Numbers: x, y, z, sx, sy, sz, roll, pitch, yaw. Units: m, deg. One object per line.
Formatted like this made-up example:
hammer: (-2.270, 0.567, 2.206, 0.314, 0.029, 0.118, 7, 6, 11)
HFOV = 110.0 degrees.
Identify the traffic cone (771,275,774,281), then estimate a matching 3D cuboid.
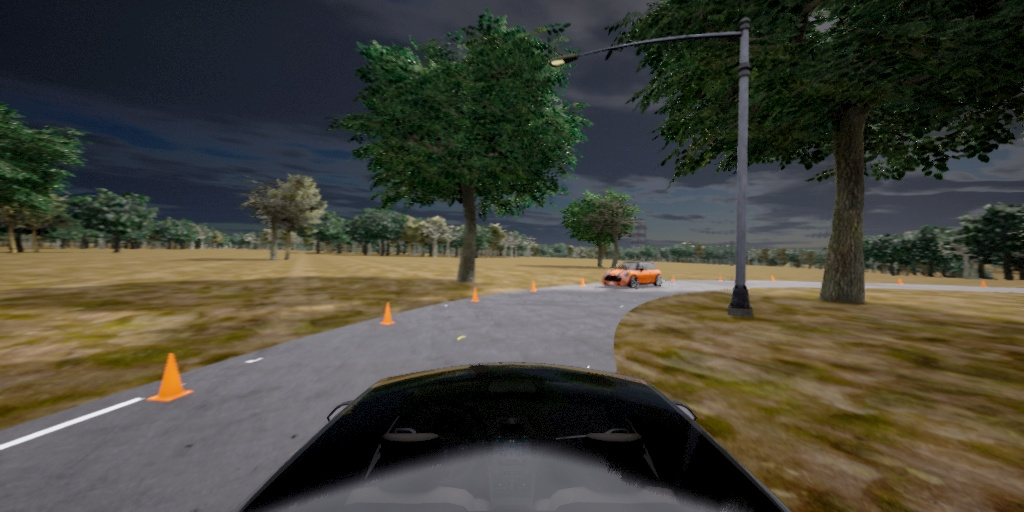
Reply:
traffic cone: (24.141, 2.027, 33.216, 0.340, 0.580, 0.340, 0, 0, -5)

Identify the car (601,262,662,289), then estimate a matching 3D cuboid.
car: (7.971, 1.158, 23.811, 4.553, 1.767, 2.097, 1, 0, -39)

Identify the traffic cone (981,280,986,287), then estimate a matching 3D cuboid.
traffic cone: (40.128, 2.355, 30.526, 0.340, 0.580, 0.340, 0, 0, 24)

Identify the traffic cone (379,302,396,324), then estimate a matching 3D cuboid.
traffic cone: (-3.553, 1.623, 10.246, 0.340, 0.580, 0.340, 0, 0, 17)

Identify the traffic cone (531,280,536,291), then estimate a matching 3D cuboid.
traffic cone: (1.201, 1.657, 19.979, 0.340, 0.580, 0.340, 0, 0, 35)

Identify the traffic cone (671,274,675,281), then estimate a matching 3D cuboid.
traffic cone: (13.643, 1.842, 30.371, 0.340, 0.580, 0.340, 0, 0, -25)

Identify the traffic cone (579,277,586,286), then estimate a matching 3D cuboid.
traffic cone: (4.726, 1.703, 24.143, 0.340, 0.580, 0.340, 0, 0, -45)

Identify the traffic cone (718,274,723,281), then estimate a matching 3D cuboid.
traffic cone: (18.769, 1.930, 32.247, 0.340, 0.580, 0.340, 0, 0, -15)

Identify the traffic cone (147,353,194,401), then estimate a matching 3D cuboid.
traffic cone: (-4.687, 1.630, 4.932, 0.340, 0.580, 0.340, 0, 0, 7)

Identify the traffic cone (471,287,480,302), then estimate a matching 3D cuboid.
traffic cone: (-1.573, 1.631, 15.306, 0.340, 0.580, 0.340, 0, 0, 26)

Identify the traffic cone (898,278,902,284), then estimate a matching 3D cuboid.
traffic cone: (34.981, 2.241, 32.341, 0.340, 0.580, 0.340, 0, 0, 14)
